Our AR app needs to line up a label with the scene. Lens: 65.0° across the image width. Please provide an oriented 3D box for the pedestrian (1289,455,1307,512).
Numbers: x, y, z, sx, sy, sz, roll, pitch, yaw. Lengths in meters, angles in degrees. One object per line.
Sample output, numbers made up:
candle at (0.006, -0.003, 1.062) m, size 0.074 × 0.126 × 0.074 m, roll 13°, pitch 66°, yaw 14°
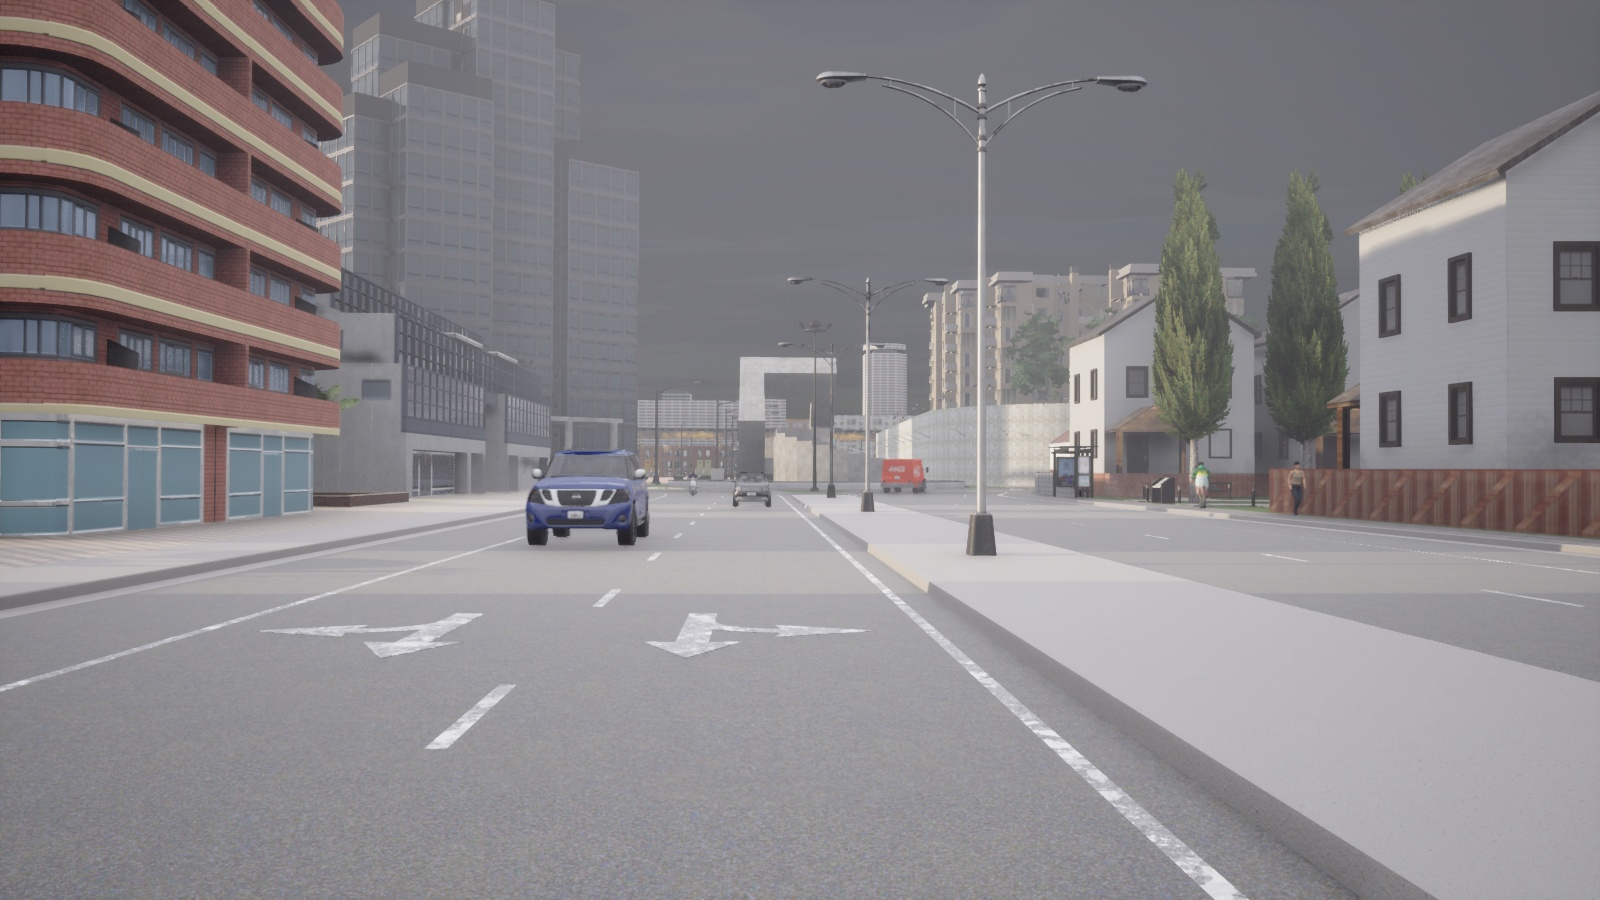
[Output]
pedestrian at (16.284, 1.093, 41.074) m, size 0.345 × 1.836 × 0.594 m, roll 0°, pitch -1°, yaw -1°

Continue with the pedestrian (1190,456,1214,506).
pedestrian at (15.854, 1.233, 49.538) m, size 0.659 × 1.952 × 0.873 m, roll 0°, pitch -1°, yaw 4°

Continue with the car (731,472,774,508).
car at (-2.088, 1.722, 54.974) m, size 1.789 × 1.549 × 3.705 m, roll 0°, pitch -1°, yaw -2°

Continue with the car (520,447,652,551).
car at (-4.552, 1.014, 27.625) m, size 2.150 × 2.045 × 5.566 m, roll 0°, pitch -1°, yaw -2°

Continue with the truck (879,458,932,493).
truck at (7.699, 1.820, 90.958) m, size 2.627 × 2.467 × 5.204 m, roll -1°, pitch -1°, yaw 18°
